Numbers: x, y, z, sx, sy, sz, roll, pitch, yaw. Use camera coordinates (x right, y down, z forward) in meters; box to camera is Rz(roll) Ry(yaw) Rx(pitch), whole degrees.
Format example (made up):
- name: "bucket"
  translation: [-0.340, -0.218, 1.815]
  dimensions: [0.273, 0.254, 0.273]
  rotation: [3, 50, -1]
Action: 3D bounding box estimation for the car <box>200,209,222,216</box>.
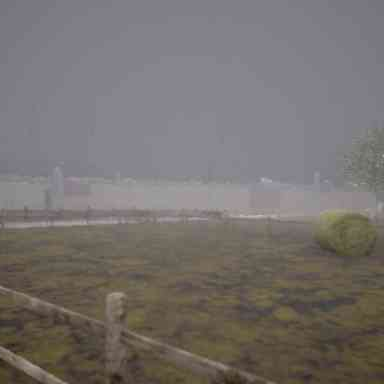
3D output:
- name: "car"
  translation: [3.347, 3.560, 57.606]
  dimensions: [1.895, 1.301, 4.718]
  rotation: [1, -2, 35]
